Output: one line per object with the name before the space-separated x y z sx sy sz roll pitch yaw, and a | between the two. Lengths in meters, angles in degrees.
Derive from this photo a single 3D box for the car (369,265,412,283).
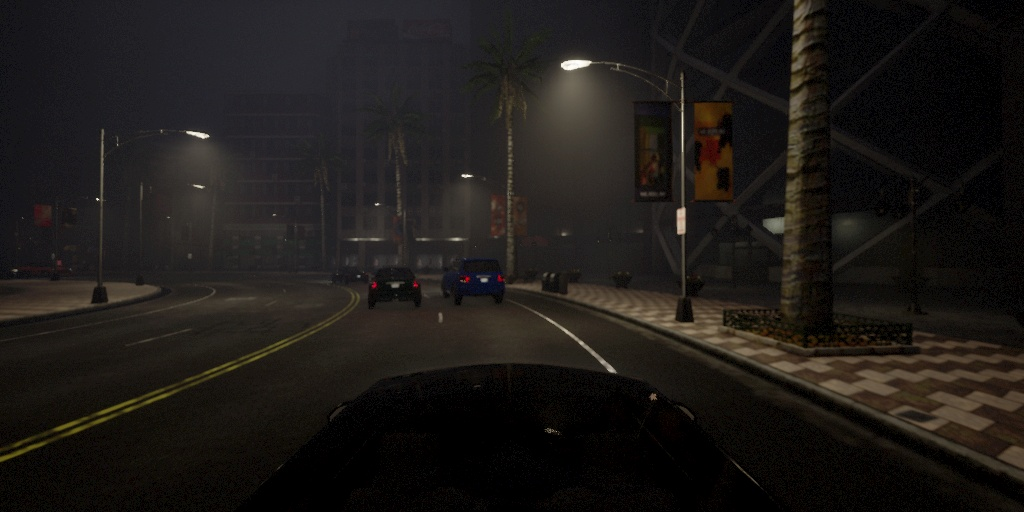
car | -11.047 1.579 32.358 1.812 1.442 4.674 1 -1 -44

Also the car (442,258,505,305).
car | -1.997 1.119 17.390 2.150 2.045 5.566 0 0 -18

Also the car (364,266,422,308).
car | -5.346 1.245 16.349 2.097 1.767 4.553 0 -1 -19

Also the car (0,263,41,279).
car | -52.825 1.675 36.969 5.357 1.411 2.033 0 -1 1

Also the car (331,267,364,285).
car | -13.554 1.596 29.918 1.994 1.385 4.181 0 -1 -44
